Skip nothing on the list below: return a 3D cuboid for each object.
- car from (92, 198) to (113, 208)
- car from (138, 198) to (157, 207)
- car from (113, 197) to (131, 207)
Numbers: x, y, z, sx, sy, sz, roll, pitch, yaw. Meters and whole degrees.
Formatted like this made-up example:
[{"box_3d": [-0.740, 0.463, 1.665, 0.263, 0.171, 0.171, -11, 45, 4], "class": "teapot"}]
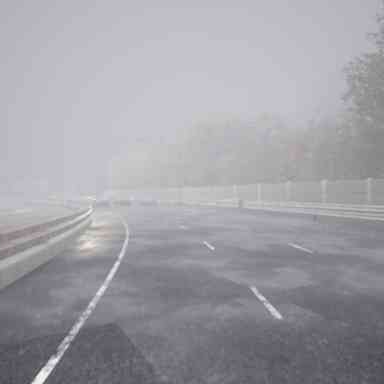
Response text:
[{"box_3d": [-14.493, 1.686, 52.617, 1.812, 1.442, 4.674, 0, 0, -30], "class": "car"}, {"box_3d": [-7.169, 1.646, 53.896, 1.812, 1.442, 4.674, 0, 0, -29], "class": "car"}, {"box_3d": [-11.629, 1.625, 54.662, 1.882, 1.535, 5.008, 0, 0, -30], "class": "car"}]
